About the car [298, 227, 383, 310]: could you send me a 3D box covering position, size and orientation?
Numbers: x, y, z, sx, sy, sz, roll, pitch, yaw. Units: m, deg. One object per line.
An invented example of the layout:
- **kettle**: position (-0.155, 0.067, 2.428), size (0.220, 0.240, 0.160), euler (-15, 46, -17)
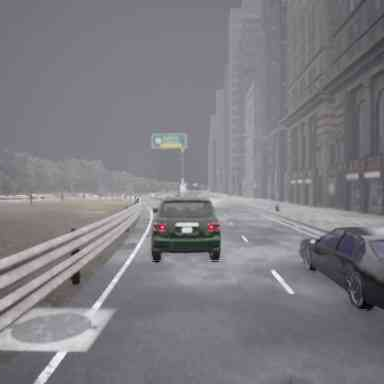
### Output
- **car**: position (4.045, 1.508, 7.618), size (2.033, 1.411, 5.357), euler (0, 0, 2)

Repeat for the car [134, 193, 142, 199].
- **car**: position (-13.310, 0.944, 81.262), size (2.033, 1.411, 5.357), euler (0, 0, -14)

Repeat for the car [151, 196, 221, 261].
- **car**: position (-0.273, 1.166, 12.121), size (2.150, 2.045, 5.566), euler (0, 0, -3)
